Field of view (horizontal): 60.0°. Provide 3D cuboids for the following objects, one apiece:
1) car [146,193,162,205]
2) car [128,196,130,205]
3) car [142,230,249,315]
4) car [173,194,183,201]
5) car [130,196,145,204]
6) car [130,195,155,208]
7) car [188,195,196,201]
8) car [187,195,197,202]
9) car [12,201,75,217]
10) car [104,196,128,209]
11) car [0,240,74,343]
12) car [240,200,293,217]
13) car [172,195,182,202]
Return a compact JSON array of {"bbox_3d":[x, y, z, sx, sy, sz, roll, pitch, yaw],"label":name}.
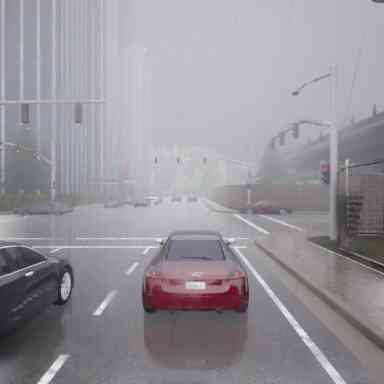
[{"bbox_3d":[-7.084,1.221,58.163,2.150,2.045,5.566,0,0,1],"label":"car"},{"bbox_3d":[-10.593,1.505,54.592,1.837,1.490,4.892,0,0,0],"label":"car"},{"bbox_3d":[0.070,1.564,7.673,1.994,1.385,4.181,0,0,0],"label":"car"},{"bbox_3d":[-3.514,1.386,84.688,2.128,1.511,4.902,0,0,0],"label":"car"},{"bbox_3d":[-10.543,1.547,64.908,2.033,1.411,5.357,0,0,1],"label":"car"},{"bbox_3d":[-7.096,1.547,47.973,2.033,1.411,5.357,0,0,0],"label":"car"},{"bbox_3d":[-0.014,1.524,85.277,1.812,1.442,4.674,0,0,0],"label":"car"},{"bbox_3d":[0.007,1.478,72.650,1.882,1.535,5.008,0,0,0],"label":"car"},{"bbox_3d":[-14.084,1.590,31.738,5.357,1.411,2.033,0,0,0],"label":"car"},{"bbox_3d":[-10.600,1.492,45.348,2.128,1.511,4.902,0,0,0],"label":"car"},{"bbox_3d":[-3.443,1.505,5.217,1.837,1.490,4.892,0,0,0],"label":"car"},{"bbox_3d":[7.165,1.530,32.233,5.008,1.535,1.882,0,0,5],"label":"car"},{"bbox_3d":[-3.512,1.495,74.264,1.837,1.490,4.892,0,0,0],"label":"car"}]
